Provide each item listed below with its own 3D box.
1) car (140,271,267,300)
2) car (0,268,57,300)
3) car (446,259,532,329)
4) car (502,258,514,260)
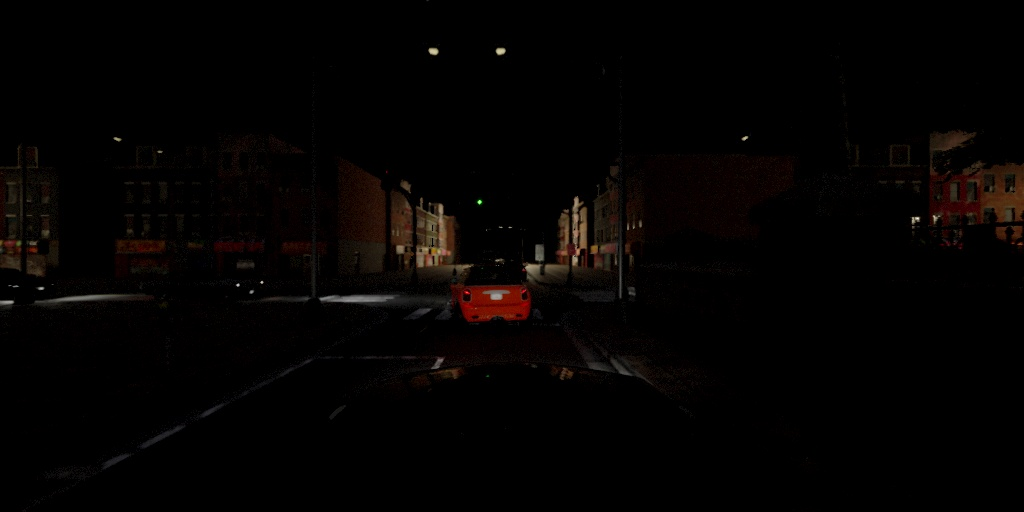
[{"bbox_3d":[-14.366,1.376,16.883,4.718,1.301,1.895,0,0,3],"label":"car"},{"bbox_3d":[-24.605,1.291,16.897,4.892,1.490,1.837,0,0,0],"label":"car"},{"bbox_3d":[-0.894,1.108,11.646,2.097,1.767,4.553,0,0,-13],"label":"car"},{"bbox_3d":[0.114,1.116,29.098,2.097,1.767,4.553,0,0,0],"label":"car"}]
